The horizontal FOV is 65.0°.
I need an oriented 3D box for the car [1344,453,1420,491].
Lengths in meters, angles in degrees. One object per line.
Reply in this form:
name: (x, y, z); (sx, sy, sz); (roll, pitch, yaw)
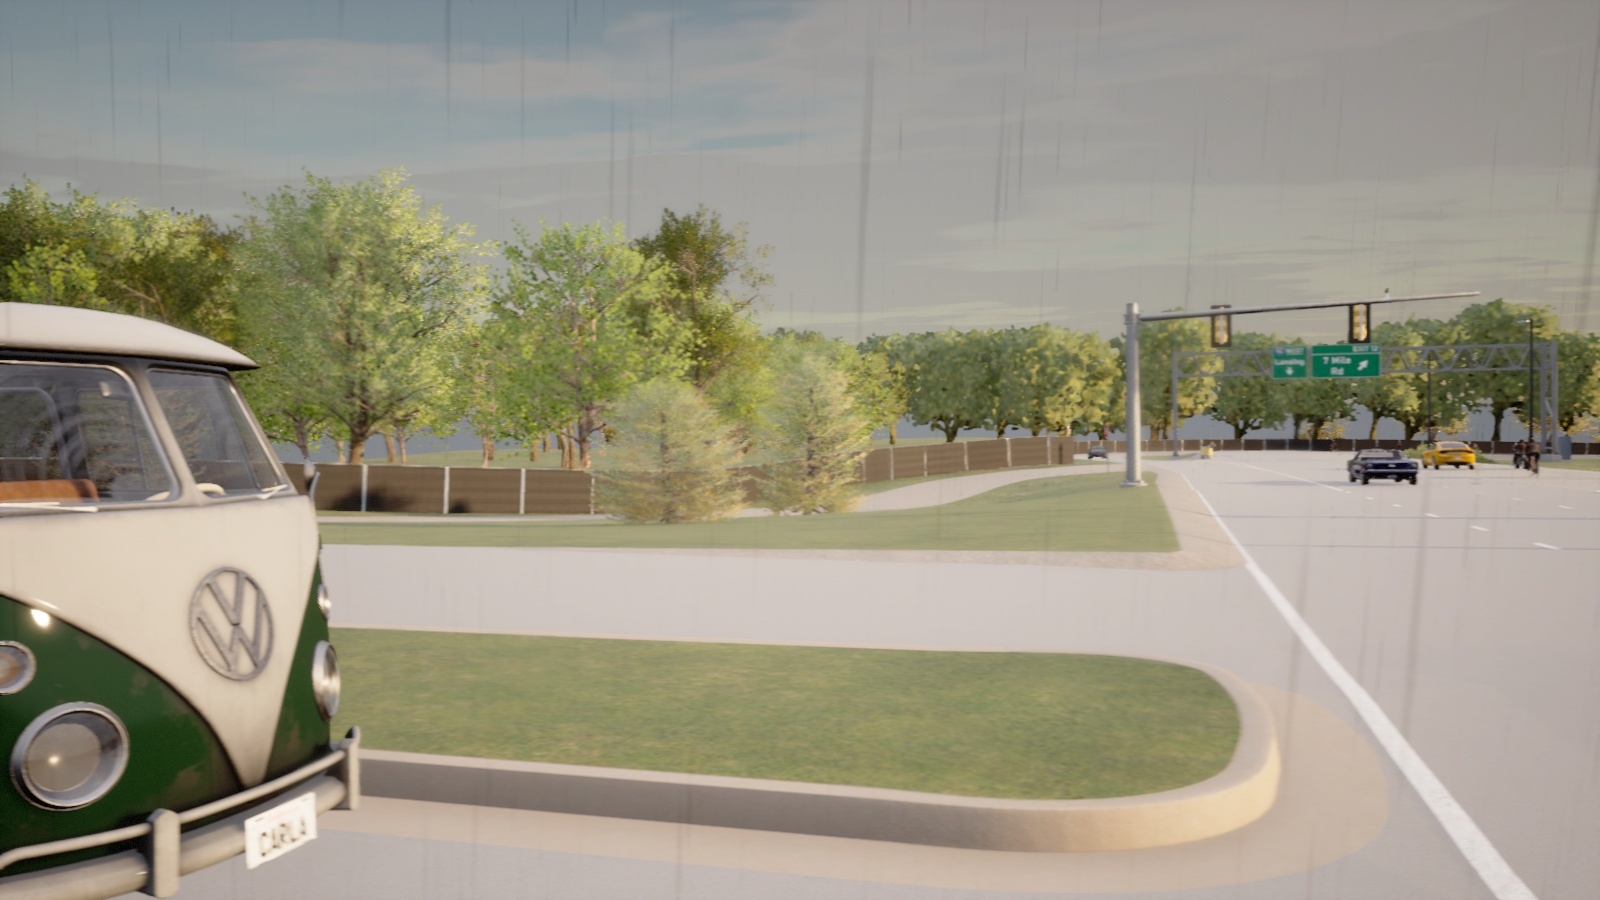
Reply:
car: (21.773, 0.782, 47.163); (1.895, 1.301, 4.718); (0, 0, 16)

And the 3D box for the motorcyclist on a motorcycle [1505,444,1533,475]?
motorcyclist on a motorcycle: (38.439, 0.507, 67.166); (0.766, 1.649, 2.350); (0, 0, 16)

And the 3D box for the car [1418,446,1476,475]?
car: (35.135, 0.532, 68.341); (1.882, 1.535, 5.008); (0, 0, 16)

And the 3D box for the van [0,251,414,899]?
van: (-3.778, 0.513, 4.298); (4.442, 1.987, 1.775); (0, 1, 16)
